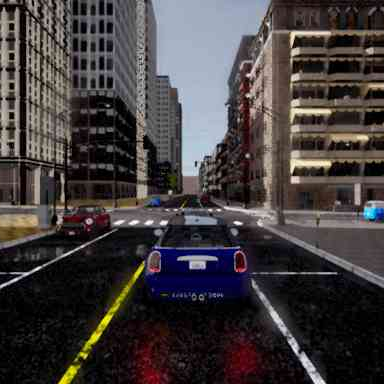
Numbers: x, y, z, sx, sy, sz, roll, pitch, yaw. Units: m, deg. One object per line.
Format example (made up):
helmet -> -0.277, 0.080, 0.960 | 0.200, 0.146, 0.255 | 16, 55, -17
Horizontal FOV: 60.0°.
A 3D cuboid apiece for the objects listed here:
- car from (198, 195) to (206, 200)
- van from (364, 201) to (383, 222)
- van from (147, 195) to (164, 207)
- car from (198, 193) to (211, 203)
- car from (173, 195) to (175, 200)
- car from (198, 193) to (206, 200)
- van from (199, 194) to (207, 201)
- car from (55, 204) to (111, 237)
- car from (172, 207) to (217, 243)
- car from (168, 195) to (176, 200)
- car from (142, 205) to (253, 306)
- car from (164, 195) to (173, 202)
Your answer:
car -> 2.722, 1.521, 89.078 | 2.008, 1.369, 4.403 | 0, 0, 0
van -> 16.940, 1.684, 28.474 | 3.998, 1.788, 1.690 | 1, -1, 0
van -> -5.673, 1.313, 50.224 | 1.690, 1.788, 3.998 | 0, 0, 0
car -> 2.713, 1.285, 66.875 | 2.192, 1.841, 5.009 | 0, 0, 0
car -> -5.659, 1.411, 89.080 | 1.967, 1.590, 4.097 | 0, 0, 0
car -> 2.723, 1.287, 94.629 | 2.192, 1.841, 5.009 | 0, 0, 0
van -> 2.719, 1.311, 83.527 | 1.690, 1.788, 3.998 | 0, 0, 0
car -> -5.685, 1.427, 17.749 | 1.967, 1.590, 4.097 | 0, 0, 0
car -> 0.106, 1.552, 16.625 | 1.994, 1.385, 4.181 | 0, 0, 0
car -> -5.658, 1.497, 94.461 | 1.752, 1.417, 4.829 | 0, 0, 0
car -> 0.102, 1.346, 8.167 | 2.097, 1.767, 4.553 | 0, 0, 0
car -> -5.665, 1.495, 72.257 | 1.752, 1.417, 4.829 | 0, 0, 0
